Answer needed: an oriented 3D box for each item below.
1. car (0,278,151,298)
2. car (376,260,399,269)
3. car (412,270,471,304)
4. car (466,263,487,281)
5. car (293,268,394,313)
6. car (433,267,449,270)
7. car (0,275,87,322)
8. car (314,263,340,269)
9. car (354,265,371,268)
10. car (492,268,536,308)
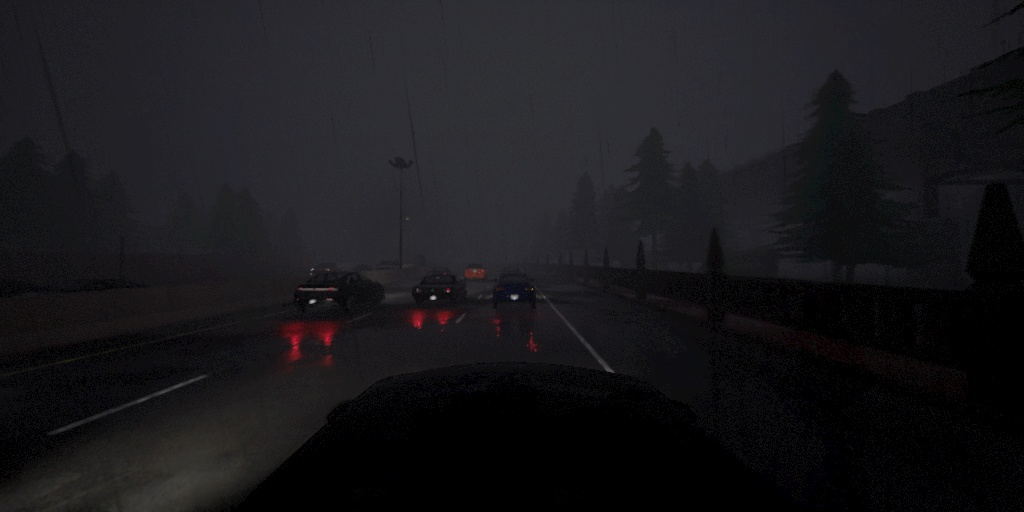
[{"bbox_3d":[-14.102,1.439,11.815,1.994,1.385,4.181,0,-1,0],"label":"car"},{"bbox_3d":[-14.891,1.489,43.430,2.150,2.045,5.566,0,-1,-7],"label":"car"},{"bbox_3d":[-3.399,1.550,17.699,1.895,1.301,4.718,0,-1,0],"label":"car"},{"bbox_3d":[-3.652,1.534,36.429,2.097,1.767,4.553,0,-1,-2],"label":"car"},{"bbox_3d":[-6.900,1.404,14.833,2.128,1.511,4.902,0,-1,0],"label":"car"},{"bbox_3d":[-7.140,1.785,36.575,1.895,1.301,4.718,0,-1,-3],"label":"car"},{"bbox_3d":[-17.599,1.416,11.310,2.033,1.411,5.357,0,-1,0],"label":"car"},{"bbox_3d":[-21.877,1.605,42.185,2.097,1.767,4.553,0,-1,-8],"label":"car"},{"bbox_3d":[-18.742,1.815,45.109,1.812,1.442,4.674,0,-1,-8],"label":"car"},{"bbox_3d":[0.090,1.458,16.316,1.812,1.442,4.674,0,-1,0],"label":"car"}]
